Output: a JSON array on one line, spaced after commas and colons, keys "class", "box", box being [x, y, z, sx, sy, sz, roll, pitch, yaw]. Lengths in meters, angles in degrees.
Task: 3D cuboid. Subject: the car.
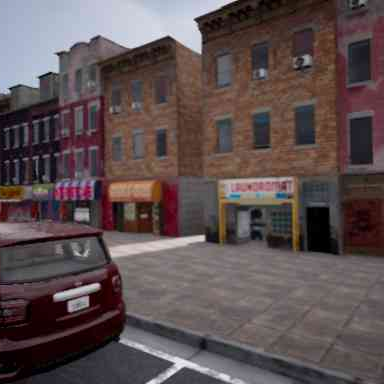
[{"class": "car", "box": [-3.215, 1.354, 5.121, 5.009, 1.841, 2.192, 0, -1, 36]}]
